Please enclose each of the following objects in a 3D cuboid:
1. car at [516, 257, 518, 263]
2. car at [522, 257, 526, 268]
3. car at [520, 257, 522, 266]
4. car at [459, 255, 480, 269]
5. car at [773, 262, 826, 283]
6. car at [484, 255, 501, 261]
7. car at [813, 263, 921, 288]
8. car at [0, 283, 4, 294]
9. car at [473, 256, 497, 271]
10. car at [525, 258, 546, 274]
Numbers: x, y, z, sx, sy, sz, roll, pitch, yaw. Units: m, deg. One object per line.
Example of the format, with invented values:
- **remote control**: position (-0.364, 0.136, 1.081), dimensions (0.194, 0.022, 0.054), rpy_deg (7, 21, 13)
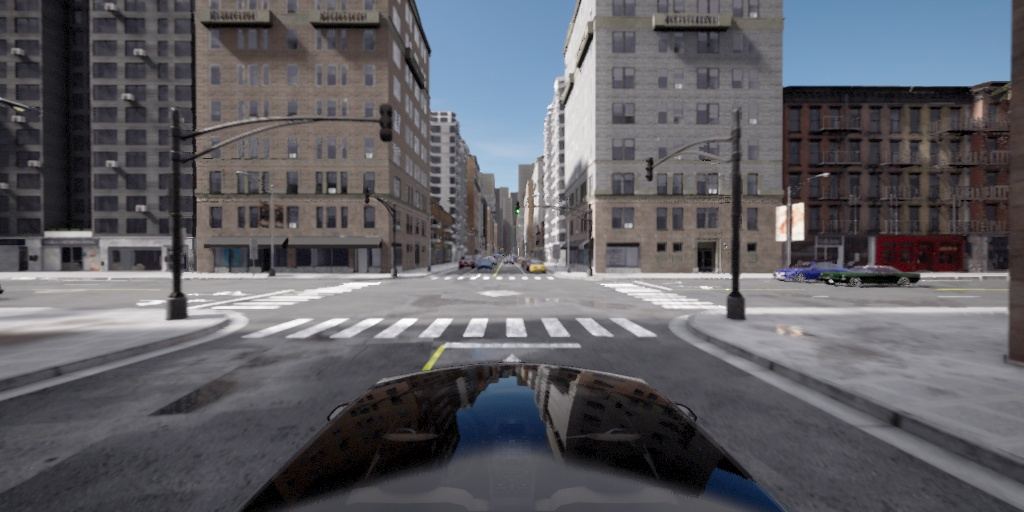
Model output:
- **car**: position (2.293, 0.966, 65.381), dimensions (2.007, 1.370, 4.403), rpy_deg (0, 0, -1)
- **car**: position (2.589, 0.978, 43.279), dimensions (1.967, 1.591, 4.097), rpy_deg (0, 0, -1)
- **car**: position (2.515, 1.059, 48.805), dimensions (2.007, 1.370, 4.403), rpy_deg (0, 0, -1)
- **car**: position (-6.009, 0.825, 48.692), dimensions (2.192, 1.841, 5.009), rpy_deg (0, 0, -1)
- **car**: position (21.094, 1.141, 25.265), dimensions (4.674, 1.442, 1.812), rpy_deg (0, 0, -1)
- **car**: position (-3.541, 0.974, 63.491), dimensions (2.033, 1.411, 5.357), rpy_deg (0, 0, -1)
- **car**: position (21.789, 1.240, 22.025), dimensions (4.718, 1.301, 1.895), rpy_deg (0, 0, -1)
- **car**: position (-24.765, 1.200, 14.796), dimensions (5.357, 1.411, 2.033), rpy_deg (0, 0, -1)
- **car**: position (-3.367, 1.076, 45.225), dimensions (2.033, 1.411, 5.357), rpy_deg (0, 0, 0)
- **car**: position (2.661, 1.093, 37.924), dimensions (1.751, 1.417, 4.829), rpy_deg (0, 0, -1)
